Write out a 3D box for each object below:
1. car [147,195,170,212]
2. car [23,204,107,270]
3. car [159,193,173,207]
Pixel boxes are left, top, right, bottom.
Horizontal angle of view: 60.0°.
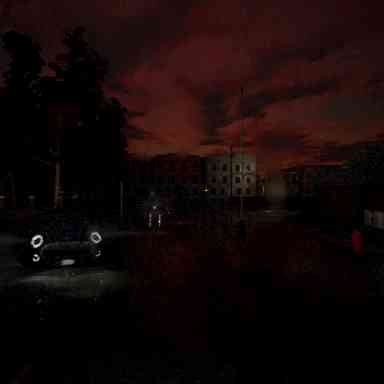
[{"bbox_3d":[-4.147,1.491,39.421,2.128,1.511,4.902,0,0,0],"label":"car"},{"bbox_3d":[-4.272,1.352,11.268,2.097,1.767,4.553,-1,0,-22],"label":"car"},{"bbox_3d":[-4.128,1.221,50.009,2.150,2.045,5.566,0,0,1],"label":"car"}]
